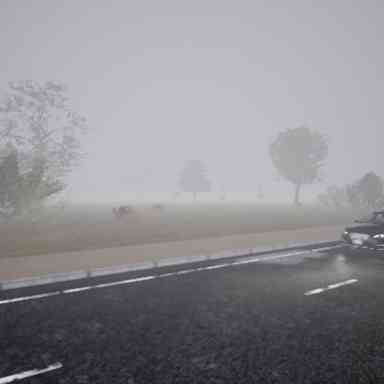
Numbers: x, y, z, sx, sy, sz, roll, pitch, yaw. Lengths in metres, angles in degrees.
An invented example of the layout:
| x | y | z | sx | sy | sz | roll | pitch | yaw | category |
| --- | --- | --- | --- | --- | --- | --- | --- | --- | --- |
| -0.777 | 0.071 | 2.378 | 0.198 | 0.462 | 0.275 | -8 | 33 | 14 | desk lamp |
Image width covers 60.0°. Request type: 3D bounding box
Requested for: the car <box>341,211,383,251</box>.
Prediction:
| x | y | z | sx | sy | sz | roll | pitch | yaw | category |
| --- | --- | --- | --- | --- | --- | --- | --- | --- | --- |
| 7.947 | 1.532 | 13.371 | 4.902 | 1.511 | 2.128 | 0 | 0 | -36 | car |
